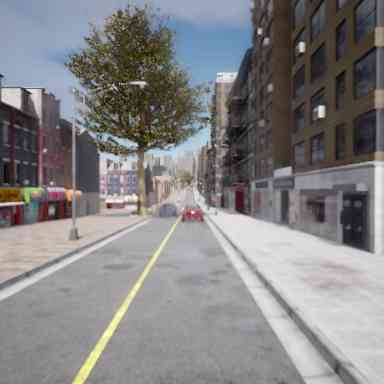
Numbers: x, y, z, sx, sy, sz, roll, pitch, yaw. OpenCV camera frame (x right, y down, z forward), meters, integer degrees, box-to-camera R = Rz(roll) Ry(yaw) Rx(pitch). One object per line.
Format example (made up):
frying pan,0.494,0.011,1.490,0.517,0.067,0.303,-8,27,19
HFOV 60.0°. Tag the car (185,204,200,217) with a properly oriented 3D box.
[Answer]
car,0.091,2.364,43.309,1.837,1.490,4.892,0,-1,0

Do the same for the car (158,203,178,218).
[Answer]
car,-2.854,2.132,40.324,2.097,1.767,4.553,0,-1,0

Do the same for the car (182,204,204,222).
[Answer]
car,0.086,1.945,32.713,2.097,1.767,4.553,0,-1,0
